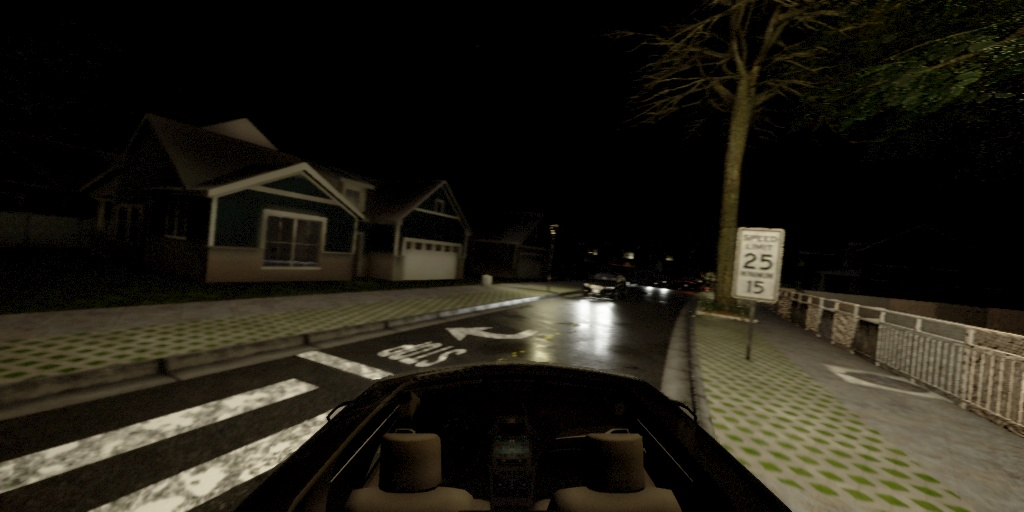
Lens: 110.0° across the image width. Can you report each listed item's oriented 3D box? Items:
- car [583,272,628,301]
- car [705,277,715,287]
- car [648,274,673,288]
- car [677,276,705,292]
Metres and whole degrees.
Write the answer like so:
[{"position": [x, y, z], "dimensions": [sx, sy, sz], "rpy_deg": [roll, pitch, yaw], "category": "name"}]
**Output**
[{"position": [5.781, 1.755, 21.695], "dimensions": [2.128, 1.511, 4.902], "rpy_deg": [6, 0, 28], "category": "car"}, {"position": [27.825, 3.743, 51.511], "dimensions": [1.895, 1.301, 4.718], "rpy_deg": [6, 1, 36], "category": "car"}, {"position": [16.670, 2.761, 40.211], "dimensions": [1.812, 1.442, 4.674], "rpy_deg": [6, 0, 33], "category": "car"}, {"position": [19.270, 2.972, 38.938], "dimensions": [1.882, 1.535, 5.008], "rpy_deg": [6, 1, 33], "category": "car"}]
